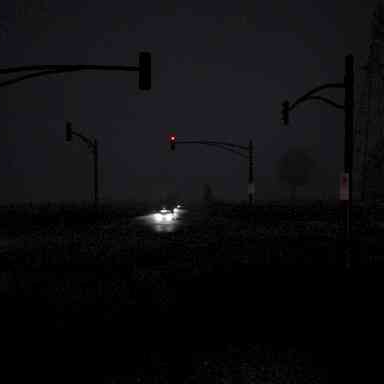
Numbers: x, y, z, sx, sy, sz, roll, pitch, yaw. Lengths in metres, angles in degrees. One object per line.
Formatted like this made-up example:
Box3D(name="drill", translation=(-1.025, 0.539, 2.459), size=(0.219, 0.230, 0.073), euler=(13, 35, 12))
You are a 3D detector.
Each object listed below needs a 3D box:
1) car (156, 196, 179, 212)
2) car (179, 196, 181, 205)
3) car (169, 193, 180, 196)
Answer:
Box3D(name="car", translation=(-2.970, 1.485, 37.690), size=(2.128, 1.511, 4.902), euler=(0, 0, -1))
Box3D(name="car", translation=(-3.024, 1.595, 47.506), size=(1.895, 1.301, 4.718), euler=(0, 0, 0))
Box3D(name="car", translation=(-3.074, 1.217, 57.857), size=(2.150, 2.045, 5.566), euler=(0, 0, 0))
